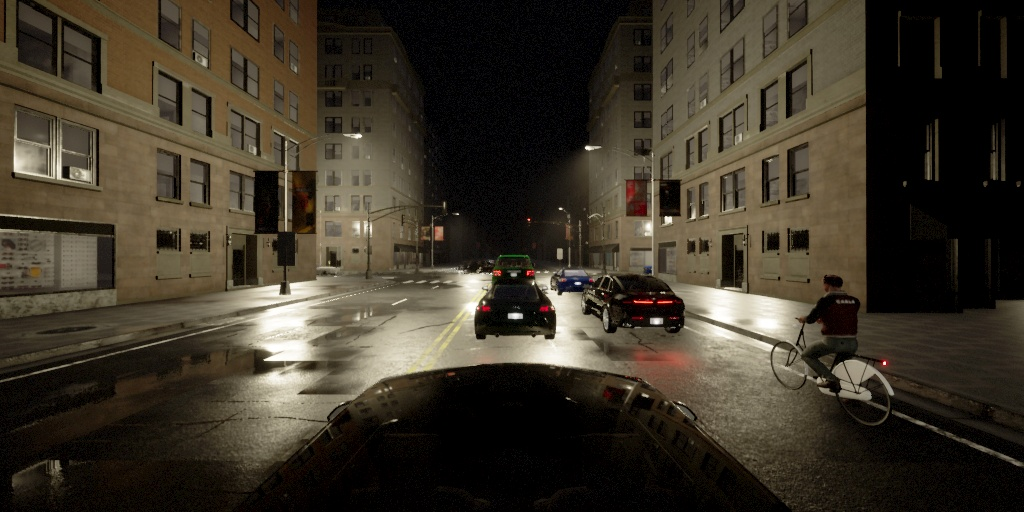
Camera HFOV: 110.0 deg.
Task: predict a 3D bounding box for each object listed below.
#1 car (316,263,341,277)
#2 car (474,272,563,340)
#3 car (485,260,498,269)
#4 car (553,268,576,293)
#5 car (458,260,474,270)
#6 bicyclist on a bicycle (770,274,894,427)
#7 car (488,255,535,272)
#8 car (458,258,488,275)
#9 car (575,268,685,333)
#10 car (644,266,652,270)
[{"bbox_3d":[-19.215,1.335,34.738,4.718,1.301,1.895,0,0,3],"label":"car"},{"bbox_3d":[0.087,1.315,10.027,1.994,1.385,4.181,0,0,0],"label":"car"},{"bbox_3d":[-3.396,1.369,60.255,1.895,1.301,4.718,0,0,0],"label":"car"},{"bbox_3d":[3.228,1.317,19.589,1.994,1.385,4.181,0,0,0],"label":"car"},{"bbox_3d":[-6.645,1.292,52.247,1.812,1.442,4.674,0,0,0],"label":"car"},{"bbox_3d":[4.140,1.121,4.833,0.659,1.776,1.843,0,0,0],"label":"bicyclist on a bicycle"},{"bbox_3d":[0.079,0.975,19.440,2.150,2.045,5.566,0,0,0],"label":"car"},{"bbox_3d":[-3.093,1.272,39.322,4.892,1.490,1.837,0,1,-42],"label":"car"},{"bbox_3d":[3.336,1.256,10.693,1.837,1.490,4.892,0,0,0],"label":"car"},{"bbox_3d":[16.363,1.289,37.584,5.008,1.535,1.882,0,0,0],"label":"car"}]
